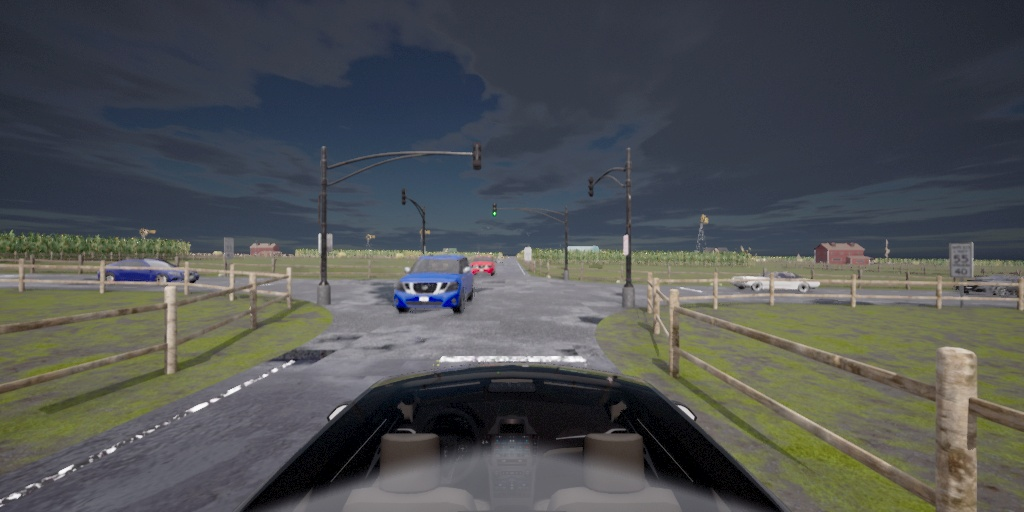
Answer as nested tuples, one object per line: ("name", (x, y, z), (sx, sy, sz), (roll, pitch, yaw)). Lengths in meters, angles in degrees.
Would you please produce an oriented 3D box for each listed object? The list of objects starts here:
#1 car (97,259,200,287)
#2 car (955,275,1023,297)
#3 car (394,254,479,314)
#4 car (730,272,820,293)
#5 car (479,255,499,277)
("car", (-20.267, 0.893, 20.064), (4.674, 1.442, 1.812), (1, 0, 0))
("car", (32.327, 1.938, 23.788), (4.181, 1.385, 1.994), (1, 0, 0))
("car", (-2.748, 0.963, 13.971), (2.150, 2.045, 5.566), (0, 1, 0))
("car", (17.281, 1.685, 23.783), (4.718, 1.301, 1.895), (1, 0, 2))
("car", (-2.795, 0.952, 35.777), (2.150, 2.045, 5.566), (0, 0, 0))
